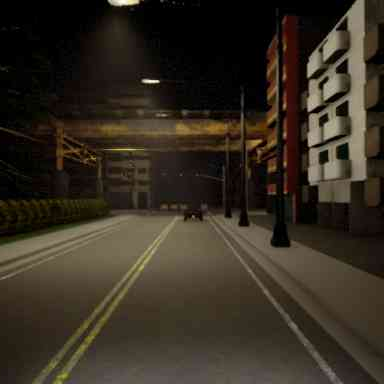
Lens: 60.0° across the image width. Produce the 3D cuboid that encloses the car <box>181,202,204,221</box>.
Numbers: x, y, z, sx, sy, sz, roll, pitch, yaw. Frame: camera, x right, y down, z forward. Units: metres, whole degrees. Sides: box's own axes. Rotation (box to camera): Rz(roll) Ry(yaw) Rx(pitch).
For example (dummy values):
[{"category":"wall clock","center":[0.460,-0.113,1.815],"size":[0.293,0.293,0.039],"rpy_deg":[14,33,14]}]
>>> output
[{"category":"car","center":[0.135,2.069,33.102],"size":[1.837,1.490,4.892],"rpy_deg":[0,-1,0]}]

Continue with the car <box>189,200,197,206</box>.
[{"category":"car","center":[0.245,3.044,92.877],"size":[2.038,1.542,4.974],"rpy_deg":[0,-1,0]}]

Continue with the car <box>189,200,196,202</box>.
[{"category":"car","center":[0.586,2.587,66.285],"size":[2.038,1.542,4.974],"rpy_deg":[0,-1,-20]}]

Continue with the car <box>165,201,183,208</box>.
[{"category":"car","center":[-3.553,2.437,66.646],"size":[1.853,1.218,4.536],"rpy_deg":[0,-1,25]}]

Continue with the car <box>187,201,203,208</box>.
[{"category":"car","center":[0.567,2.430,66.336],"size":[1.853,1.218,4.536],"rpy_deg":[0,-1,-20]}]

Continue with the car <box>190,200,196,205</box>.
[{"category":"car","center":[0.245,2.887,92.932],"size":[1.853,1.218,4.536],"rpy_deg":[0,-1,0]}]

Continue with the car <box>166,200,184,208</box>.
[{"category":"car","center":[-3.574,2.594,66.596],"size":[2.038,1.542,4.974],"rpy_deg":[0,-1,25]}]
